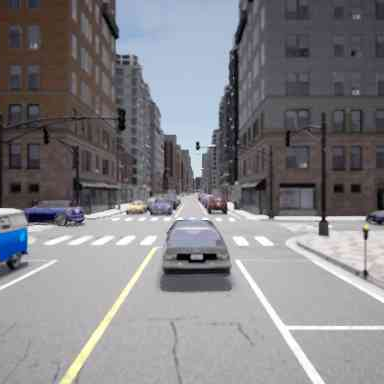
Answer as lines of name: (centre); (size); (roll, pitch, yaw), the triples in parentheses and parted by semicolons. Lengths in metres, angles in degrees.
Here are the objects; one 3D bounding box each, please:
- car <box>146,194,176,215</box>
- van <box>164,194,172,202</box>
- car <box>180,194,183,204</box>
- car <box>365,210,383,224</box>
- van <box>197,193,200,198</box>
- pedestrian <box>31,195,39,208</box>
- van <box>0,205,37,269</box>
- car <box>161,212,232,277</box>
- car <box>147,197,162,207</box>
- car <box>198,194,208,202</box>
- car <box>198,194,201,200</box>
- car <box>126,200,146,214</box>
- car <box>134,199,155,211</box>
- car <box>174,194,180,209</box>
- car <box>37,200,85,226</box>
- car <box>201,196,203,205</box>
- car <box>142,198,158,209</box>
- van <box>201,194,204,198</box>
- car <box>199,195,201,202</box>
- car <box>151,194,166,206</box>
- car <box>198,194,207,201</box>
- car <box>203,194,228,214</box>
car: (-3.095, 1.391, 34.189); (2.097, 1.767, 4.553); (0, 0, 0)
van: (-5.852, 1.380, 80.852); (1.690, 1.788, 3.998); (0, 0, 0)
car: (-3.050, 1.534, 53.612); (2.128, 1.511, 4.902); (0, 0, 0)
car: (15.069, 1.573, 23.105); (5.357, 1.411, 2.033); (0, 0, 1)
van: (2.673, 1.381, 75.180); (1.690, 1.788, 3.998); (0, 0, 0)
pedestrian: (-12.550, 1.172, 26.563); (0.375, 1.860, 0.375); (0, 0, 1)
van: (-5.858, 1.364, 8.597); (1.690, 1.788, 3.998); (0, 0, 0)
car: (0.023, 1.573, 10.309); (2.033, 1.411, 5.357); (0, 0, -2)
car: (-5.854, 1.568, 52.407); (1.752, 1.417, 4.829); (0, 0, 0)
car: (2.673, 1.354, 80.837); (2.192, 1.841, 5.009); (0, 0, 0)
car: (2.672, 1.568, 64.038); (1.752, 1.417, 4.829); (0, 0, 0)
car: (-5.855, 1.565, 35.442); (1.752, 1.417, 4.829); (0, 0, 0)
car: (-5.855, 1.607, 41.268); (1.947, 1.339, 4.313); (0, 0, 0)
car: (-3.101, 1.263, 43.739); (2.150, 2.045, 5.566); (0, 0, 1)
car: (-9.907, 1.375, 23.182); (4.553, 1.767, 2.097); (0, 0, 14)
car: (2.671, 1.587, 46.897); (1.887, 1.381, 4.507); (0, 0, 0)
car: (-5.854, 1.567, 46.752); (1.752, 1.417, 4.829); (0, 0, 0)
van: (2.672, 1.384, 52.555); (1.690, 1.788, 3.998); (0, 0, 0)
car: (2.671, 1.625, 58.211); (1.802, 1.307, 4.206); (0, 0, 0)
car: (-5.854, 1.358, 58.233); (2.192, 1.841, 5.009); (0, 0, 0)
car: (2.673, 1.352, 86.494); (2.192, 1.841, 5.009); (0, 0, 0)
car: (2.671, 1.355, 35.585); (2.192, 1.841, 5.009); (0, 0, 0)
